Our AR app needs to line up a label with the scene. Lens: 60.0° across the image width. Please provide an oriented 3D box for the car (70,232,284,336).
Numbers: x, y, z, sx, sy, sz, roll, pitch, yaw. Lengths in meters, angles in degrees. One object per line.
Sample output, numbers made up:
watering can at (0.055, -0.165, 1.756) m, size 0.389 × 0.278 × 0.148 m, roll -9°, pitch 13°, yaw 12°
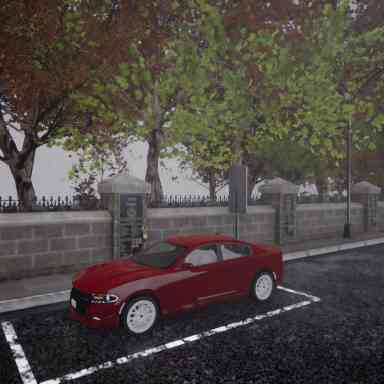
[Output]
car at (-0.077, 1.545, 6.663) m, size 4.507 × 1.381 × 1.887 m, roll 0°, pitch 0°, yaw -36°
